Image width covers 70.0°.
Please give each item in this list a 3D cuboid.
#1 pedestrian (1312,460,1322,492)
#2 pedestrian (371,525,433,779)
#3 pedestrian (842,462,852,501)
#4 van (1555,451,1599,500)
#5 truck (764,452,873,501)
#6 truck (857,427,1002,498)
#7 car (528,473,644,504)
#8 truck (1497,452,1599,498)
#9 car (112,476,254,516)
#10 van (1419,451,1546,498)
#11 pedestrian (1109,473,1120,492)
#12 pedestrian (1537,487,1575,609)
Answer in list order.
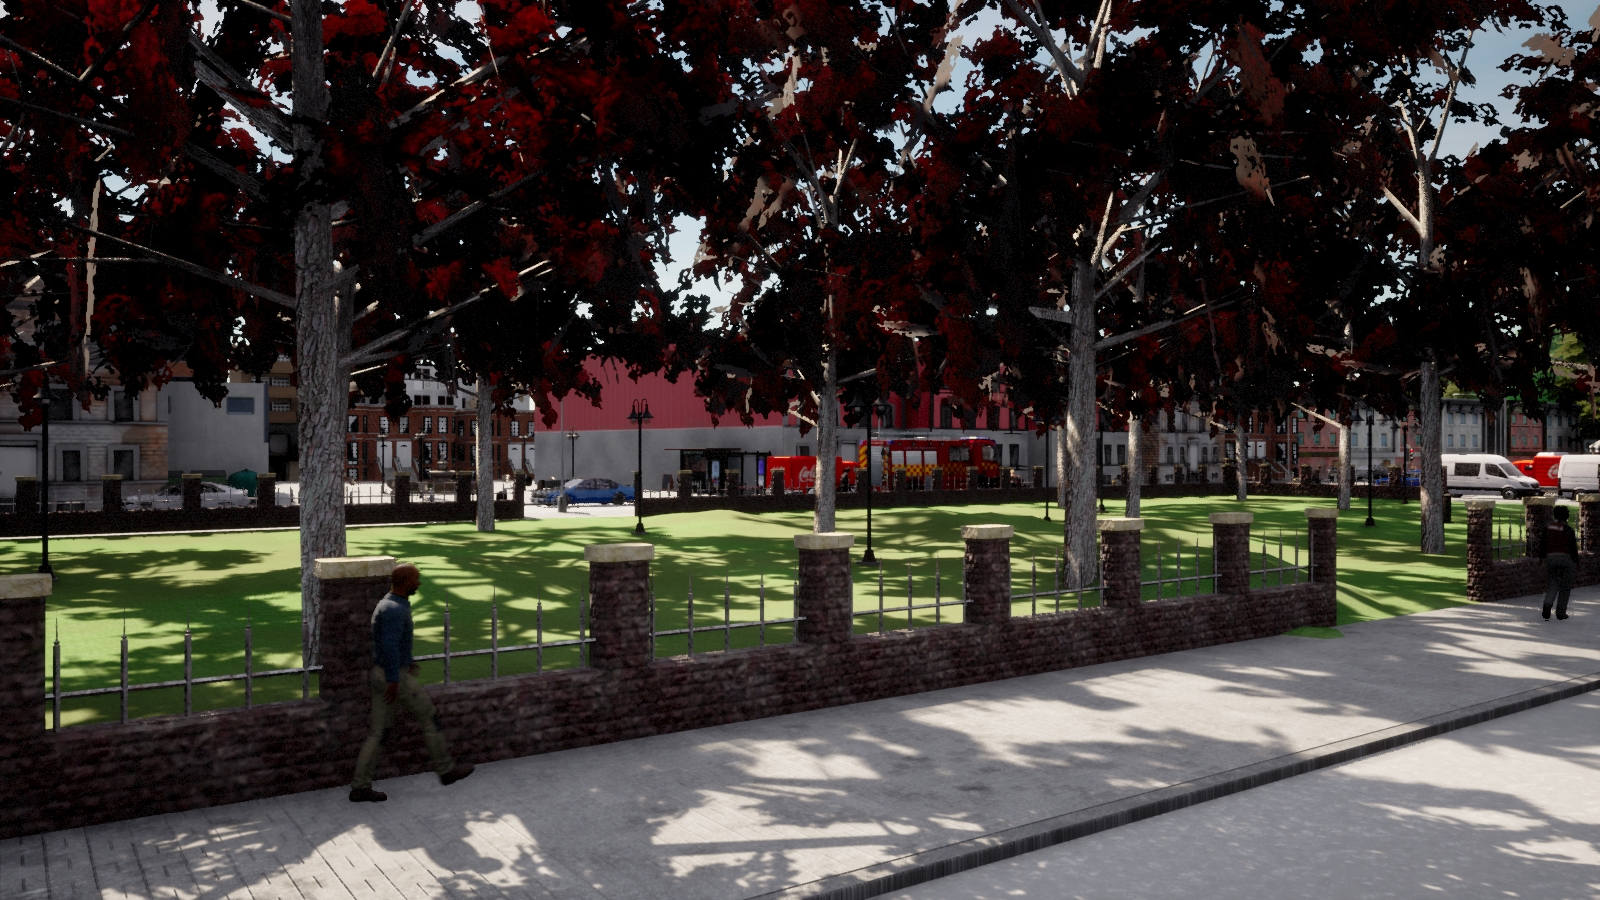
[{"bbox_3d":[30.494,1.523,67.407,0.375,1.860,0.375,0,0,-31],"label":"pedestrian"},{"bbox_3d":[-3.059,1.525,8.771,0.375,1.860,0.375,0,0,-31],"label":"pedestrian"},{"bbox_3d":[2.282,1.524,55.386,0.375,1.860,0.375,0,0,-35],"label":"pedestrian"},{"bbox_3d":[42.801,1.314,59.145,1.988,2.561,5.915,0,0,-34],"label":"van"},{"bbox_3d":[0.982,1.348,60.339,5.204,2.467,2.627,0,0,-35],"label":"truck"},{"bbox_3d":[7.473,0.671,65.186,8.468,3.827,2.891,0,0,-35],"label":"truck"},{"bbox_3d":[-10.645,1.886,57.090,5.357,1.411,2.033,0,0,-35],"label":"car"},{"bbox_3d":[43.310,1.356,65.360,2.627,2.467,5.204,0,1,-35],"label":"truck"},{"bbox_3d":[-25.277,1.841,46.862,4.892,1.480,2.231,0,0,-36],"label":"car"},{"bbox_3d":[38.735,1.314,65.046,1.988,2.561,5.915,0,0,-34],"label":"van"},{"bbox_3d":[18.421,1.906,66.903,0.500,1.100,0.500,0,0,34],"label":"pedestrian"},{"bbox_3d":[11.866,1.525,17.929,0.375,1.860,0.375,0,0,-33],"label":"pedestrian"}]
